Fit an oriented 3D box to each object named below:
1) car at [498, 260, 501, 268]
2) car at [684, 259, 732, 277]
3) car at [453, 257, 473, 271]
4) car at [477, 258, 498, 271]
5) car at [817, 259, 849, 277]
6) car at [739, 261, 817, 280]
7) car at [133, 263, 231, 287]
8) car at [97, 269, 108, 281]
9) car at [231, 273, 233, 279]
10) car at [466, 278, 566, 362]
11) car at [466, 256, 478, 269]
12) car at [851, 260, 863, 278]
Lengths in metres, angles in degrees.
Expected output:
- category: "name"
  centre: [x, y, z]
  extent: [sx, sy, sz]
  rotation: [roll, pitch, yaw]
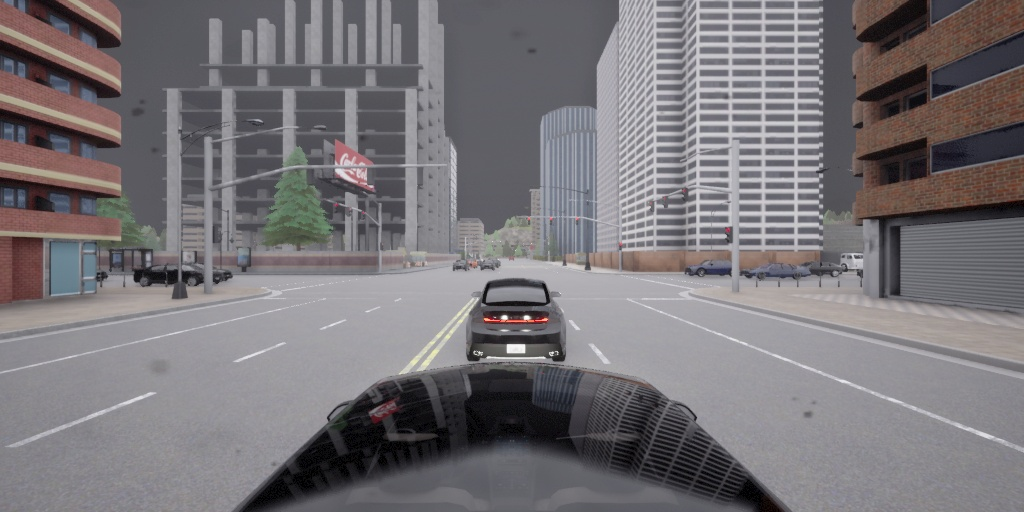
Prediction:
- category: "car"
  centre: [-3.287, 1.102, 60.415]
  extent: [2.097, 1.767, 4.553]
  rotation: [0, 0, 1]
- category: "car"
  centre: [19.218, 1.102, 34.690]
  extent: [4.553, 1.767, 2.097]
  rotation: [0, 0, 0]
- category: "car"
  centre: [-6.862, 1.254, 48.760]
  extent: [1.837, 1.490, 4.892]
  rotation: [0, 0, 0]
- category: "car"
  centre: [-3.354, 1.254, 50.290]
  extent: [1.837, 1.490, 4.892]
  rotation: [0, 0, 0]
- category: "car"
  centre: [29.068, 1.255, 34.684]
  extent: [4.892, 1.490, 1.837]
  rotation: [0, 0, 0]
- category: "car"
  centre: [22.808, 1.297, 31.191]
  extent: [5.357, 1.411, 2.033]
  rotation: [0, 0, 0]
- category: "car"
  centre: [-22.186, 1.228, 23.973]
  extent: [5.008, 1.535, 1.882]
  rotation: [0, 0, 0]
- category: "car"
  centre: [-34.052, 1.255, 27.470]
  extent: [4.892, 1.490, 1.837]
  rotation: [0, 0, 0]
- category: "car"
  centre: [-24.210, 1.255, 27.472]
  extent: [4.892, 1.490, 1.837]
  rotation: [0, 0, 0]
- category: "car"
  centre: [0.094, 1.255, 8.228]
  extent: [1.837, 1.490, 4.892]
  rotation: [0, 0, 1]
- category: "car"
  centre: [-6.805, 1.102, 57.966]
  extent: [2.097, 1.767, 4.553]
  rotation: [0, 0, 0]
- category: "car"
  centre: [32.720, 1.314, 31.180]
  extent: [4.181, 1.385, 1.994]
  rotation: [0, 0, 0]
